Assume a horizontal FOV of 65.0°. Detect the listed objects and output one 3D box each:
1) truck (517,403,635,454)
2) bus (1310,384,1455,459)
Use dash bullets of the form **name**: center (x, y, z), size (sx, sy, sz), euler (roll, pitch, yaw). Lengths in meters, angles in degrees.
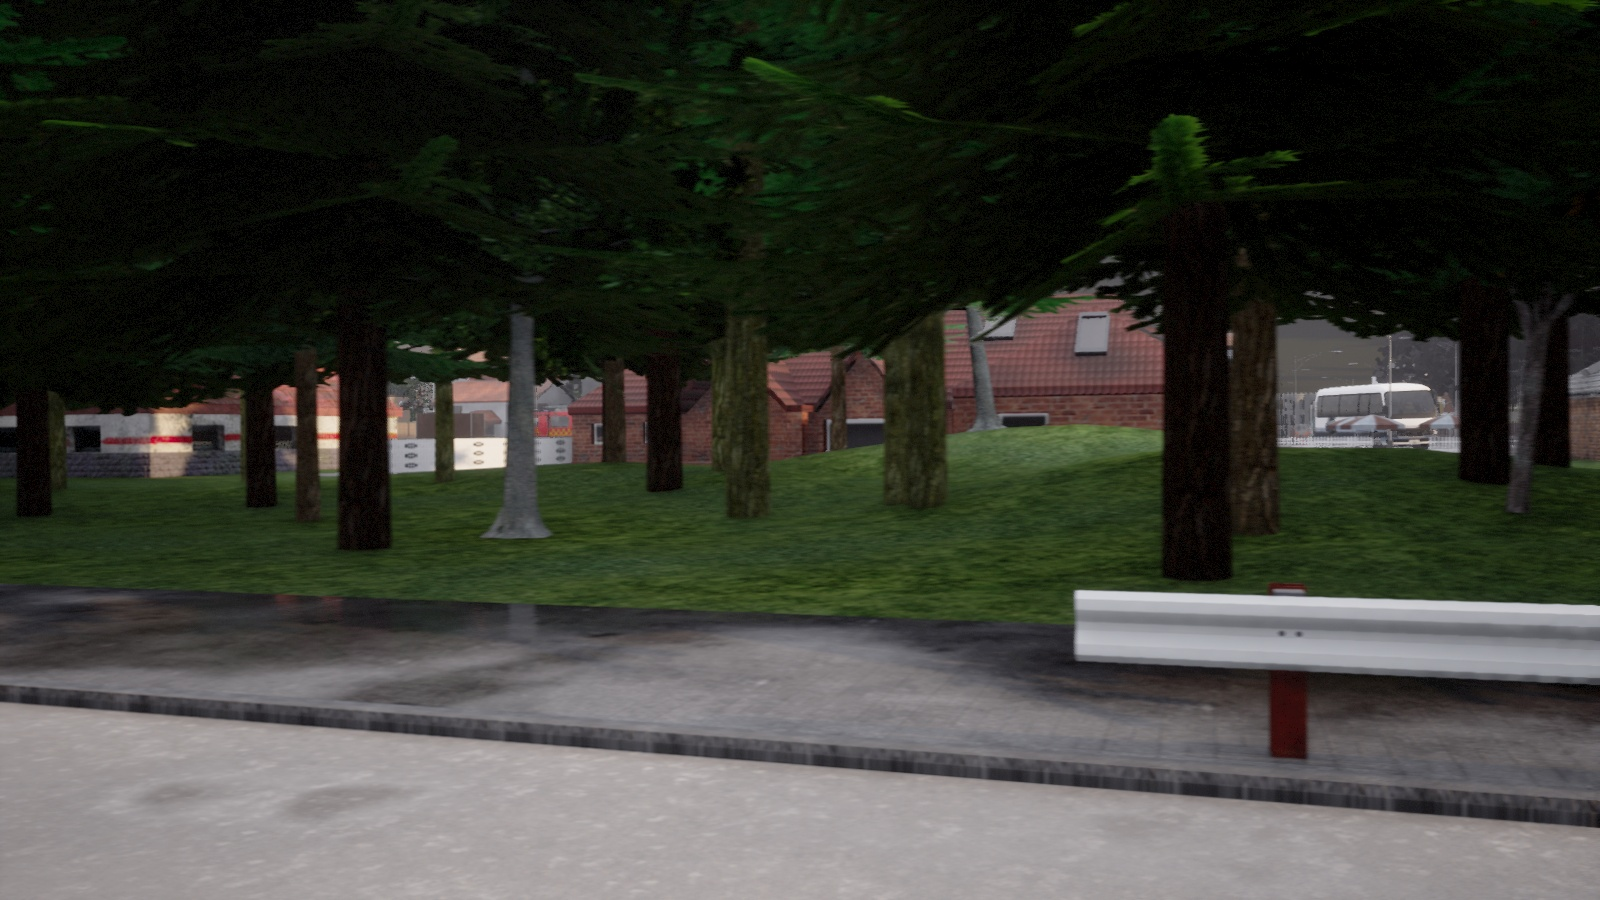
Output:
- **truck**: center (-17.156, -1.616, 96.171), size (8.468, 3.827, 2.891), euler (0, 1, 18)
- **bus**: center (36.182, -1.732, 78.632), size (3.944, 4.253, 10.273), euler (-2, 1, -2)
